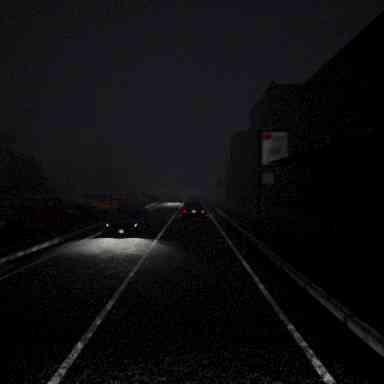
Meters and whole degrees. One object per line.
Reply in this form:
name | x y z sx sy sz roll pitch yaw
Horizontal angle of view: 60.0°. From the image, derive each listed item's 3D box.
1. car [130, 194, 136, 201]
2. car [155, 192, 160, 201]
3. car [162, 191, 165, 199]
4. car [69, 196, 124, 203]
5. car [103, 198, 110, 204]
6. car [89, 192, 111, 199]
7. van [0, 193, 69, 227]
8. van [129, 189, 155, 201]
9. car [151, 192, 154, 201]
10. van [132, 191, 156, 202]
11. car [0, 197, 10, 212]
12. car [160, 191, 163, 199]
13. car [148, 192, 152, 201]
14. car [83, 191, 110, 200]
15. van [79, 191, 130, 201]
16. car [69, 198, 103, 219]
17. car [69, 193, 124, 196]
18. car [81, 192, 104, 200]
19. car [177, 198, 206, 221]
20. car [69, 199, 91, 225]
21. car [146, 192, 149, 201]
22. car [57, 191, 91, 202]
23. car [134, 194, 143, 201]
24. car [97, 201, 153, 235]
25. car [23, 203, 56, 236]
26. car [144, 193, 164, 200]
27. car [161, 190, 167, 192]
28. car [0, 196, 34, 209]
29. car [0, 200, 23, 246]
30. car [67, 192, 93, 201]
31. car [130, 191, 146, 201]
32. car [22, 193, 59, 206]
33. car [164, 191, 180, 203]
car | -9.342 1.332 38.148 4.792 1.488 2.163 0 0 0
car | -9.177 0.879 60.412 5.566 2.045 2.435 0 0 0
car | -9.130 1.046 74.330 4.792 1.488 2.163 0 0 0
car | -9.248 1.357 29.797 5.366 1.575 1.946 0 0 0
car | -9.457 1.419 27.016 4.674 1.452 2.002 0 0 0
car | -22.108 0.842 79.997 4.553 1.767 2.185 0 0 0
van | -9.633 1.204 18.665 4.442 1.987 1.878 0 0 0
van | -9.109 0.928 57.628 4.442 1.987 1.878 0 0 0
car | -9.240 1.177 54.847 4.892 1.521 2.231 0 0 0
van | -9.069 0.883 63.070 4.442 1.987 1.878 0 0 0
car | -22.466 1.320 35.440 5.008 1.535 2.097 0 0 0
car | -9.125 1.079 71.546 4.674 1.452 2.002 0 0 0
car | -9.453 1.195 52.066 5.366 1.575 1.946 0 0 0
car | -22.189 0.739 77.211 5.566 2.045 2.435 0 0 0
van | -9.275 1.097 35.300 4.442 1.987 1.878 0 0 0
car | -9.470 1.396 24.231 5.008 1.535 2.097 0 0 0
car | -9.382 1.216 32.581 4.553 1.767 2.185 0 0 0
car | -22.213 0.889 74.302 4.553 1.767 2.185 0 0 0
car | 0.129 1.415 25.912 2.033 1.411 5.357 0 0 0
car | -9.501 1.413 21.449 5.008 1.535 2.097 0 0 0
car | -9.294 1.221 49.282 4.892 1.521 2.231 0 0 0
car | -22.293 0.855 63.162 5.566 2.045 2.435 0 0 0
car | -9.332 1.302 43.715 4.674 1.452 2.002 0 0 0
car | -3.335 1.460 18.321 2.033 1.411 5.357 0 0 0
car | -9.544 1.448 15.882 4.892 1.521 2.231 0 0 0
car | -9.076 1.012 79.754 4.674 1.452 2.002 -1 0 1
car | -8.895 0.990 77.111 5.366 1.575 1.946 0 0 0
car | -22.435 1.280 41.009 5.008 1.535 2.097 0 0 0
car | -9.528 1.338 12.973 4.553 1.767 2.185 0 0 0
car | -22.212 0.956 66.072 4.553 1.767 2.185 0 0 0
car | -9.278 1.116 46.496 4.553 1.767 2.185 0 0 0
car | -22.399 1.091 49.364 4.553 1.767 2.185 0 0 0
car | -3.153 1.111 58.863 2.128 1.511 4.902 0 0 1
